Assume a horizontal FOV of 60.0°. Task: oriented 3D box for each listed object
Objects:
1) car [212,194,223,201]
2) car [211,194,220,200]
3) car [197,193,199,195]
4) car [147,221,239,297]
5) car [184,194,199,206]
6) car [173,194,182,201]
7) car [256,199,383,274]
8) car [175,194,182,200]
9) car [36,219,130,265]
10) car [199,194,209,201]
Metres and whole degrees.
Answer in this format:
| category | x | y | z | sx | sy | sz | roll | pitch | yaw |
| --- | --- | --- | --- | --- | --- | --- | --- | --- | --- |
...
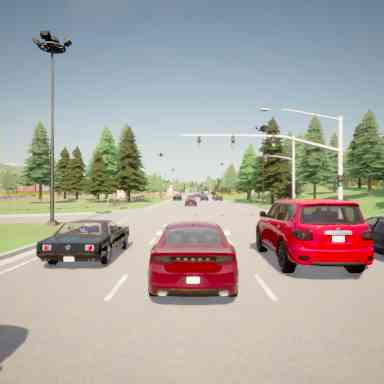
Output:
| category | x | y | z | sx | sy | sz | roll | pitch | yaw |
| --- | --- | --- | --- | --- | --- | --- | --- | --- | --- |
| car | 6.709 | 1.515 | 83.867 | 2.128 | 1.511 | 4.902 | 0 | 0 | 0 |
| car | 6.673 | 1.370 | 94.287 | 2.033 | 1.411 | 5.357 | 0 | 0 | 0 |
| car | 3.173 | 1.356 | 94.275 | 2.128 | 1.511 | 4.902 | 0 | 0 | 0 |
| car | 0.033 | 1.477 | 8.628 | 1.882 | 1.535 | 5.008 | 0 | 0 | 0 |
| car | -0.184 | 1.525 | 53.230 | 1.812 | 1.442 | 4.674 | 0 | 0 | 0 |
| car | -3.791 | 1.468 | 83.831 | 1.882 | 1.535 | 5.008 | 0 | 0 | 0 |
| car | 3.537 | 1.221 | 10.676 | 2.150 | 2.045 | 5.566 | 0 | 0 | 0 |
| car | -3.827 | 1.308 | 94.250 | 1.882 | 1.535 | 5.008 | 0 | 0 | 0 |
| car | -3.459 | 1.601 | 11.592 | 1.895 | 1.301 | 4.718 | 0 | 0 | 0 |
| car | 3.208 | 1.515 | 84.272 | 1.812 | 1.442 | 4.674 | 0 | 0 | 0 |
